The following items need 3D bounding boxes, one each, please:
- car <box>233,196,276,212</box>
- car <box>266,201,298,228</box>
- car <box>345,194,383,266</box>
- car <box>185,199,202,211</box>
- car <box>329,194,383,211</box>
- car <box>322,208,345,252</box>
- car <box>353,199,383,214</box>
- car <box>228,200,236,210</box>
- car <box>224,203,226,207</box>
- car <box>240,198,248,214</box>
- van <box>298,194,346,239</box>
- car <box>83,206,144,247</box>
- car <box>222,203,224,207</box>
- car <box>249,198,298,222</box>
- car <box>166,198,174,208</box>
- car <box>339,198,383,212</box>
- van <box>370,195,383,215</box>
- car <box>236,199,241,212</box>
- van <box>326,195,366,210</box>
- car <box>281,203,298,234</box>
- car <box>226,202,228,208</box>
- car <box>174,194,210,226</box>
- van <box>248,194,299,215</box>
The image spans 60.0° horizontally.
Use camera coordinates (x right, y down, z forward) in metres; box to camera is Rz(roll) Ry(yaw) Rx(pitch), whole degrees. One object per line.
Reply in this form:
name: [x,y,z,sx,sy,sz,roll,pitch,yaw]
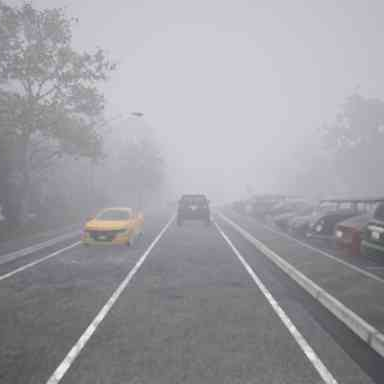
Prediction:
car: [7.138,1.387,38.515,4.553,1.767,2.185,0,0,0]
car: [7.048,1.448,19.087,4.792,1.488,2.163,0,0,0]
car: [7.089,1.131,7.998,5.566,2.045,2.435,0,1,0]
car: [0.129,1.633,41.456,1.994,1.385,4.181,0,-1,0]
car: [20.218,1.277,41.051,5.566,2.045,2.435,0,-1,0]
car: [7.094,1.410,10.752,4.792,1.488,2.163,0,0,0]
car: [20.176,1.496,35.514,4.892,1.521,2.231,0,0,0]
car: [7.074,1.245,35.744,5.566,2.045,2.435,0,0,0]
car: [7.121,1.562,44.063,4.892,1.521,2.231,0,-1,0]
car: [7.097,1.511,30.191,4.674,1.452,2.002,0,0,0]
van: [6.953,1.167,13.535,4.442,1.987,1.878,0,0,0]
car: [-3.345,1.422,14.938,1.882,1.535,5.008,0,0,0]
car: [6.934,1.595,46.832,5.366,1.575,1.946,0,-1,0]
car: [7.092,1.445,24.638,5.008,1.535,2.097,0,0,0]
car: [-3.272,1.806,55.312,1.837,1.490,4.892,0,-1,0]
car: [20.001,1.507,38.281,5.366,1.575,1.946,0,0,0]
van: [20.295,1.256,32.744,4.442,1.987,1.878,0,0,0]
car: [7.128,1.513,32.966,4.792,1.488,2.163,0,0,0]
van: [20.313,1.333,43.943,4.442,1.987,1.878,0,-1,0]
car: [7.076,1.446,16.310,4.674,1.452,2.002,0,0,0]
car: [7.118,1.532,41.291,5.008,1.535,2.097,0,0,0]
car: [0.112,1.176,23.347,2.150,2.045,5.566,0,0,0]
van: [7.207,1.232,27.416,4.442,1.987,1.878,0,0,0]
